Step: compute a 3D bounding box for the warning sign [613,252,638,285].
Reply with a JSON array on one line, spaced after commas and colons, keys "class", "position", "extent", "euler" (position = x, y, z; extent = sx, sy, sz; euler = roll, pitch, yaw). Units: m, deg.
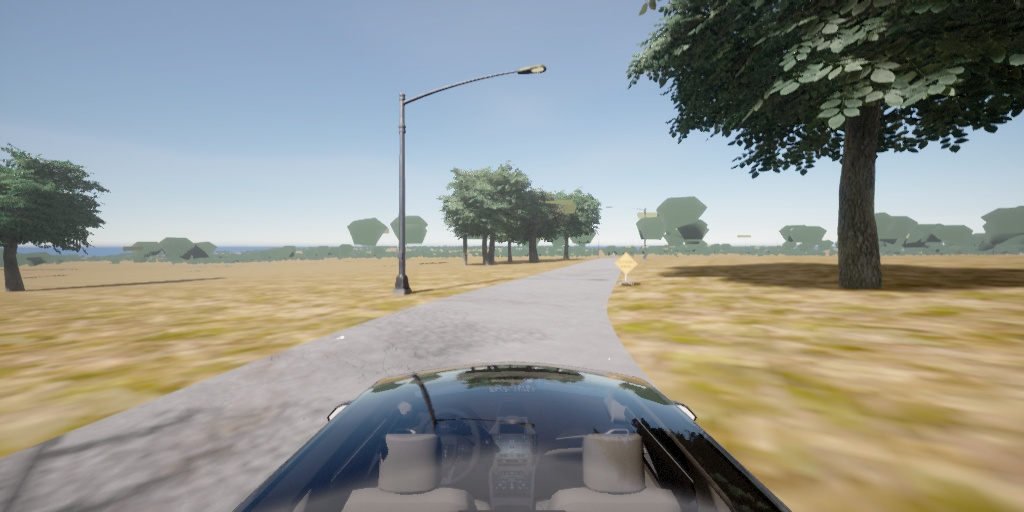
[{"class": "warning sign", "position": [6.640, 0.728, 20.942], "extent": [1.300, 1.860, 1.060], "euler": [0, 0, 18]}]
